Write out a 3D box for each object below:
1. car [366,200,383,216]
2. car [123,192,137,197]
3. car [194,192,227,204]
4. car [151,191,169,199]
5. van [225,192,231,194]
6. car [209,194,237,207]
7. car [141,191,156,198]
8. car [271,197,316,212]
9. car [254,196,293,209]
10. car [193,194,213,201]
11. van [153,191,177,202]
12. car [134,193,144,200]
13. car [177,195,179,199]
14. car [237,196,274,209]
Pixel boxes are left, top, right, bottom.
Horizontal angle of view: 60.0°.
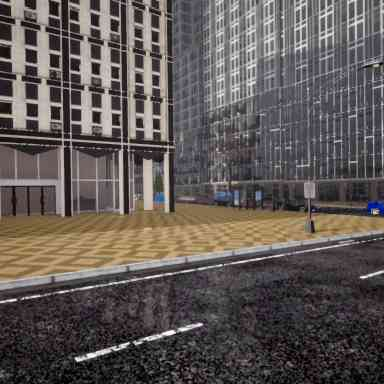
[{"bbox_3d":[18.185,1.372,29.471,1.882,1.535,5.008,-1,1,-34],"label":"car"},{"bbox_3d":[-17.097,0.688,91.728,2.008,1.369,4.403,0,1,-34],"label":"car"},{"bbox_3d":[2.851,1.171,52.070,1.812,1.442,4.674,-1,1,-34],"label":"car"},{"bbox_3d":[-7.516,0.615,77.622,2.192,1.841,5.009,0,1,-34],"label":"car"},{"bbox_3d":[5.259,0.855,58.816,1.690,1.788,3.998,0,1,-34],"label":"van"},{"bbox_3d":[4.669,1.319,44.681,1.947,1.339,4.313,0,1,-34],"label":"car"},{"bbox_3d":[-10.710,0.686,82.324,1.967,1.590,4.097,0,1,-34],"label":"car"},{"bbox_3d":[10.995,1.424,35.234,1.947,1.339,4.313,0,1,-34],"label":"car"},{"bbox_3d":[10.108,1.289,41.368,1.812,1.442,4.674,-1,1,-34],"label":"car"},{"bbox_3d":[2.065,1.043,63.521,1.802,1.307,4.206,0,1,-34],"label":"car"},{"bbox_3d":[-4.867,0.937,58.811,1.690,1.788,3.998,0,1,-34],"label":"van"},{"bbox_3d":[-11.255,1.039,68.216,2.008,1.369,4.403,0,1,-34],"label":"car"},{"bbox_3d":[-4.322,0.936,72.924,1.802,1.307,4.206,0,1,-34],"label":"car"},{"bbox_3d":[7.815,1.388,39.947,1.802,1.307,4.206,0,1,-34],"label":"car"}]
